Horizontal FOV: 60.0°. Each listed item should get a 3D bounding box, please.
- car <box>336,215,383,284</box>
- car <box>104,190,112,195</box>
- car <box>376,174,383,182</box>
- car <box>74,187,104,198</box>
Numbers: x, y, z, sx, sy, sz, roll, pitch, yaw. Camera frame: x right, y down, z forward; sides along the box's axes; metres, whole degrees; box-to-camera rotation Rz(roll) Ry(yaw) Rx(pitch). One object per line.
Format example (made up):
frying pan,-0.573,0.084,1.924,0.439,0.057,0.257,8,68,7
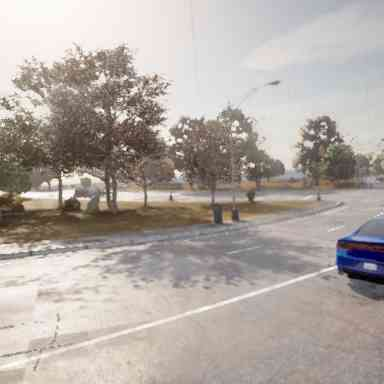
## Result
car,5.543,1.291,8.387,5.008,1.535,1.882,-3,1,-40
car,-16.494,-0.008,59.490,4.718,1.301,1.895,1,5,30
car,40.833,-3.069,71.742,1.812,1.442,4.674,-2,3,26
car,-17.837,-0.008,56.212,4.553,1.767,2.097,1,5,30
